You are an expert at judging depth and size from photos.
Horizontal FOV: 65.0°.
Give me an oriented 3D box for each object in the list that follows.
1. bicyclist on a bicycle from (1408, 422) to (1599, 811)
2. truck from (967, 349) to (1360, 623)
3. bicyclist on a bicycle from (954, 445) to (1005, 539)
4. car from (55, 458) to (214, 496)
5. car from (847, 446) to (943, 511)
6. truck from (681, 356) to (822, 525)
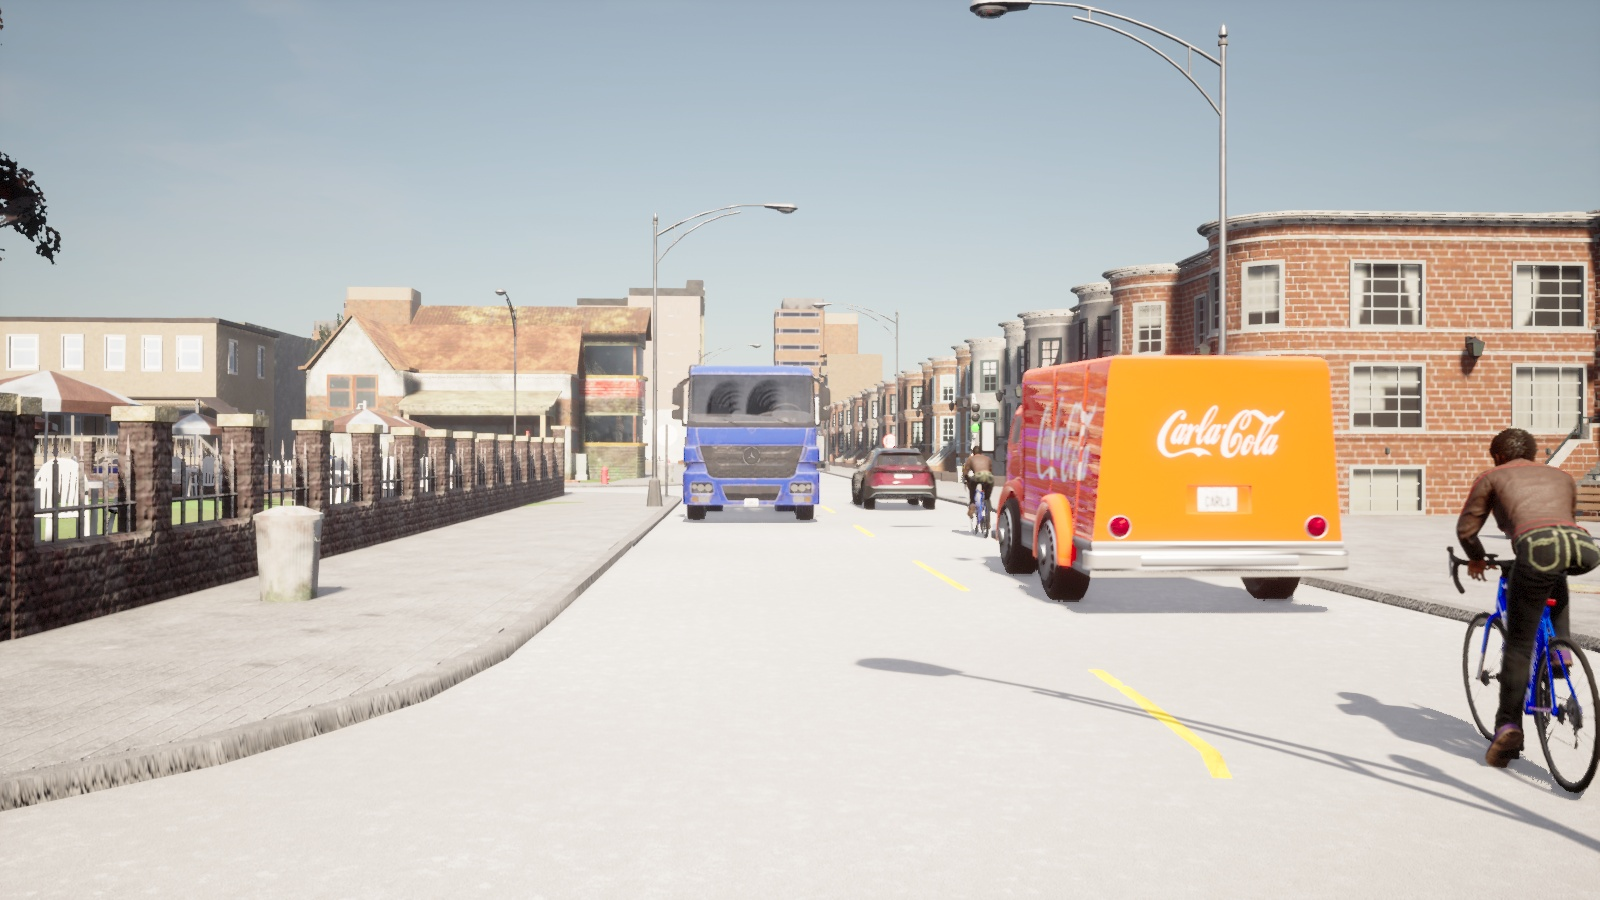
[{"bbox_3d":[3.496,0.703,6.060,0.582,1.620,1.656,0,-1,11],"label":"bicyclist on a bicycle"},{"bbox_3d":[3.660,0.289,14.006,2.627,2.467,5.204,0,1,-3],"label":"truck"},{"bbox_3d":[3.193,0.731,22.417,0.582,1.620,1.656,0,-1,-3],"label":"bicyclist on a bicycle"},{"bbox_3d":[-23.872,0.964,45.169,4.718,1.301,1.895,0,0,-3],"label":"car"},{"bbox_3d":[2.540,0.732,34.714,2.033,1.649,4.856,0,0,-3],"label":"car"},{"bbox_3d":[-1.179,-0.183,29.760,2.891,3.462,7.936,0,0,-3],"label":"truck"}]
